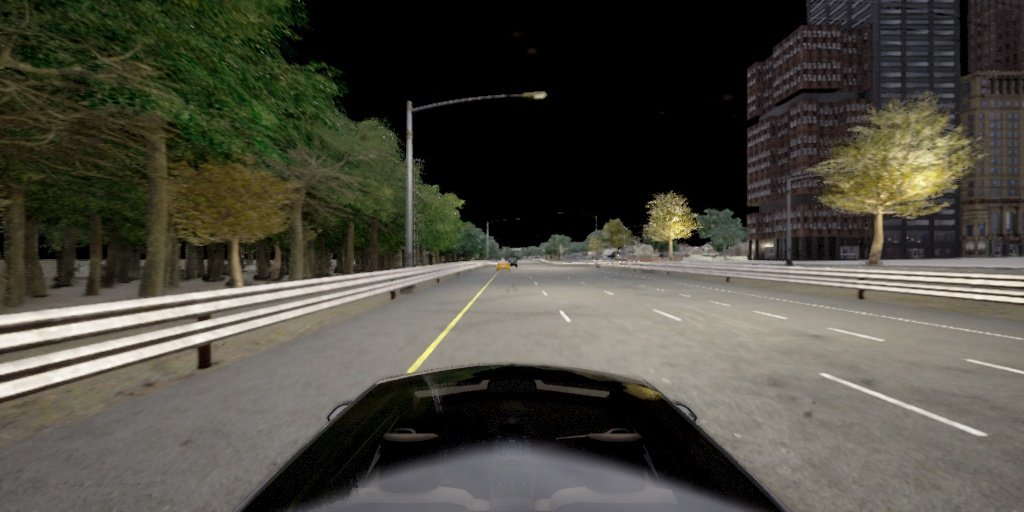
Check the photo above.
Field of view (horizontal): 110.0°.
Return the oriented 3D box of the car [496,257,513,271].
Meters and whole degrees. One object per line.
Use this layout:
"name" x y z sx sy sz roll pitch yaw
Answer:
"car" -1.206 1.335 50.653 1.882 1.535 5.008 0 -1 0
